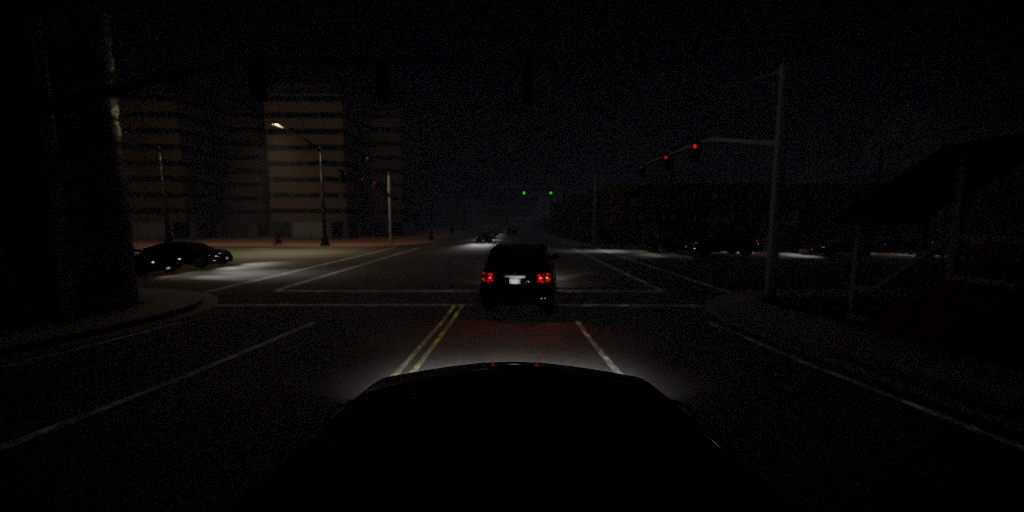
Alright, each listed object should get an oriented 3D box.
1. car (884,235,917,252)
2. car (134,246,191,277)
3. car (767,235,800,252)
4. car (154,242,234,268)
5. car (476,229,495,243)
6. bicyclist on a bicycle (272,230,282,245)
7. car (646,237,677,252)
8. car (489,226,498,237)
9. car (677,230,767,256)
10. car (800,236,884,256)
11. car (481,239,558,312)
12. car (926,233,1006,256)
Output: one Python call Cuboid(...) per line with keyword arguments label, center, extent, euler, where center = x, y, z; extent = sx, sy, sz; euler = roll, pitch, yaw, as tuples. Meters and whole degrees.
Cuboid(label="car", center=(34.126, -1.144, 32.648), extent=(4.674, 1.442, 1.812), euler=(0, 6, 1))
Cuboid(label="car", center=(-20.130, 0.320, 18.700), extent=(4.718, 1.301, 1.895), euler=(0, 6, 0))
Cuboid(label="car", center=(23.923, -1.150, 32.687), extent=(4.674, 1.442, 1.812), euler=(0, 6, 0))
Cuboid(label="car", center=(-20.040, -0.123, 22.171), extent=(4.892, 1.490, 1.837), euler=(0, 6, 1))
Cuboid(label="car", center=(-3.602, -2.486, 46.848), extent=(1.895, 1.301, 4.718), euler=(0, 6, 0))
Cuboid(label="bicyclist on a bicycle", center=(-25.272, -1.964, 38.577), extent=(0.582, 1.620, 1.656), euler=(0, 6, 0))
Cuboid(label="car", center=(14.845, -1.079, 32.745), extent=(4.718, 1.301, 1.895), euler=(0, 6, 0))
Cuboid(label="car", center=(-3.578, -3.442, 55.683), extent=(1.812, 1.442, 4.674), euler=(0, 6, 0))
Cuboid(label="car", center=(16.959, -1.106, 29.207), extent=(5.566, 2.045, 2.150), euler=(0, 6, 0))
Cuboid(label="car", center=(26.755, -0.800, 29.199), extent=(4.674, 1.442, 1.812), euler=(0, 6, 0))
Cuboid(label="car", center=(0.406, 0.547, 12.435), extent=(2.150, 2.045, 5.566), euler=(0, 5, 7))
Cuboid(label="car", center=(36.829, -0.967, 29.130), extent=(4.553, 1.767, 2.097), euler=(0, 6, 0))
